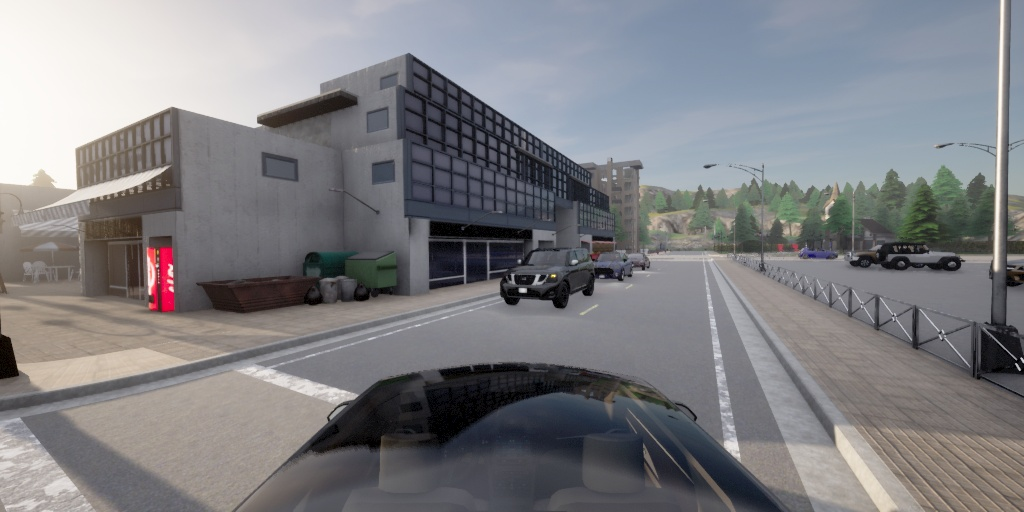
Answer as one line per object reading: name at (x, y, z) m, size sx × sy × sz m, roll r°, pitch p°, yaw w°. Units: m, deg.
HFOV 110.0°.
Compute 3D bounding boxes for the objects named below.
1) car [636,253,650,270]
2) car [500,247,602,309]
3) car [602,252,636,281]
car at (11.019, 0.438, 31.709) m, size 1.812 × 1.442 × 4.674 m, roll 0°, pitch 2°, yaw 28°
car at (1.633, 0.683, 13.971) m, size 2.150 × 2.045 × 5.566 m, roll 0°, pitch 1°, yaw 28°
car at (6.231, 0.544, 22.666) m, size 2.097 × 1.767 × 4.553 m, roll 0°, pitch 2°, yaw 28°
